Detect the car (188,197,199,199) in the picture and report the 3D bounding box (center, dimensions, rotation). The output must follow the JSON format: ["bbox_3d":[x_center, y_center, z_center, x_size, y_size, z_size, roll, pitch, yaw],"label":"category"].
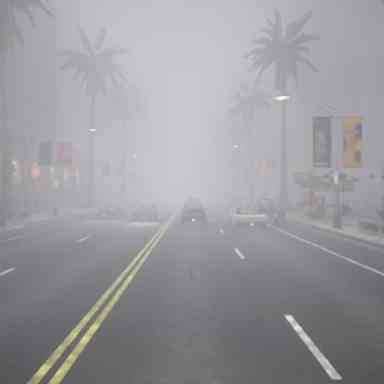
[{"bbox_3d":[0.158,1.416,41.035,2.097,1.767,4.553,0,0,1],"label":"car"}]

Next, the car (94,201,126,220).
[{"bbox_3d":[-7.105,1.573,29.261,1.812,1.442,4.674,0,0,0],"label":"car"}]

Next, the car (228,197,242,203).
[{"bbox_3d":[6.882,1.597,53.459,2.161,1.482,4.786,0,0,0],"label":"car"}]

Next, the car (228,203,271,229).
[{"bbox_3d":[3.590,1.635,21.990,1.895,1.301,4.718,0,0,0],"label":"car"}]

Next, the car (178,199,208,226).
[{"bbox_3d":[0.090,1.544,24.043,1.837,1.490,4.892,0,0,0],"label":"car"}]

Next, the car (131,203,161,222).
[{"bbox_3d":[-3.606,1.607,26.859,1.994,1.385,4.181,0,0,0],"label":"car"}]

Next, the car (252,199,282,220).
[{"bbox_3d":[6.583,1.403,31.529,2.185,1.767,4.553,0,0,0],"label":"car"}]
